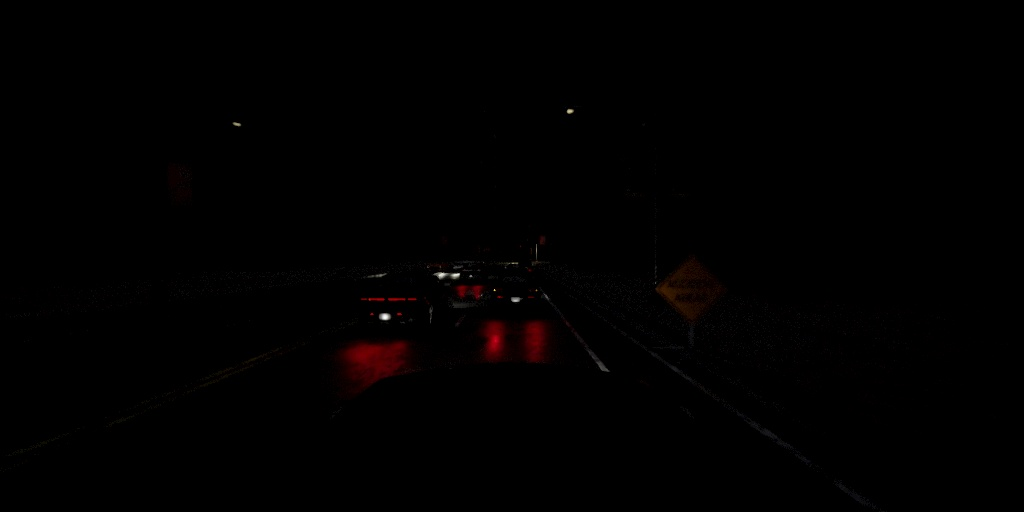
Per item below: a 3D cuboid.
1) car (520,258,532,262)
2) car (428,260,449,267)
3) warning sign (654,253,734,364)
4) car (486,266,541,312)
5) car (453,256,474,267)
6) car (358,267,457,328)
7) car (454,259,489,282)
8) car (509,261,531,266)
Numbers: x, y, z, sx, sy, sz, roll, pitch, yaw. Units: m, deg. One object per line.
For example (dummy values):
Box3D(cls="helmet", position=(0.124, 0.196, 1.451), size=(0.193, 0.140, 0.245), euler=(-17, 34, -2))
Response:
Box3D(cls="car", position=(1.978, 1.158, 56.276), size=(2.097, 1.767, 4.553), euler=(0, 0, 2))
Box3D(cls="car", position=(-9.288, 1.268, 45.392), size=(1.882, 1.535, 5.008), euler=(0, 0, 2))
Box3D(cls="warning sign", position=(3.230, 0.867, 6.474), size=(1.300, 1.860, 1.060), euler=(0, 0, 0))
Box3D(cls="car", position=(0.142, 1.281, 14.208), size=(1.812, 1.442, 4.674), euler=(0, 0, 1))
Box3D(cls="car", position=(-6.025, 1.015, 45.835), size=(2.150, 2.045, 5.566), euler=(0, 0, 2))
Box3D(cls="car", position=(-3.137, 1.258, 11.346), size=(1.837, 1.490, 4.892), euler=(0, 0, 1))
Box3D(cls="car", position=(-2.950, 1.261, 28.595), size=(2.128, 1.511, 4.902), euler=(0, 0, 1))
Box3D(cls="car", position=(0.315, 1.335, 29.303), size=(1.994, 1.385, 4.181), euler=(0, 0, 1))
